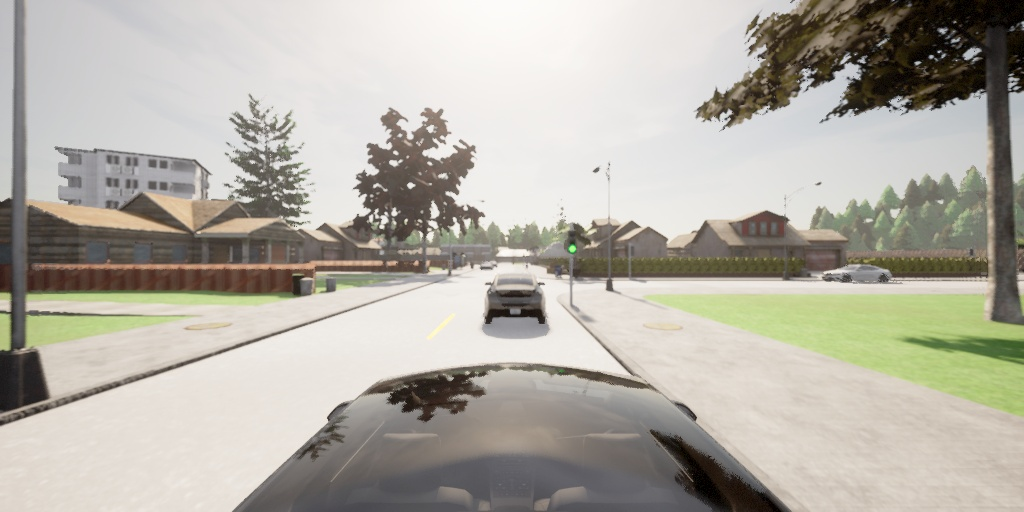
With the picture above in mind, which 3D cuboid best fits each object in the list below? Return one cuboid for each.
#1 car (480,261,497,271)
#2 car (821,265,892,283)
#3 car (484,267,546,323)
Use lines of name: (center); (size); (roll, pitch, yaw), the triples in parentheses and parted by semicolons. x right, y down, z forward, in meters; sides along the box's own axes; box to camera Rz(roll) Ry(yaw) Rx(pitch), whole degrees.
car: (-3.949, 1.562, 56.284); (2.033, 1.411, 5.357); (0, 0, 1)
car: (27.518, 1.409, 28.698); (4.674, 1.442, 1.812); (0, 0, 0)
car: (0.102, 1.306, 12.365); (1.837, 1.490, 4.892); (0, 0, 0)
